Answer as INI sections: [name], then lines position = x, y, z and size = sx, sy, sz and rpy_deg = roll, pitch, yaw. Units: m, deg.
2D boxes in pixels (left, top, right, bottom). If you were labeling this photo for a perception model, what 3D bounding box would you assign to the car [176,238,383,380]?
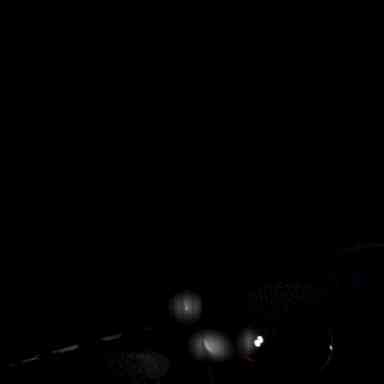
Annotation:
[car]
position = 2.399, 1.554, 5.706
size = 5.357, 1.411, 2.033
rpy_deg = 0, 0, -35
